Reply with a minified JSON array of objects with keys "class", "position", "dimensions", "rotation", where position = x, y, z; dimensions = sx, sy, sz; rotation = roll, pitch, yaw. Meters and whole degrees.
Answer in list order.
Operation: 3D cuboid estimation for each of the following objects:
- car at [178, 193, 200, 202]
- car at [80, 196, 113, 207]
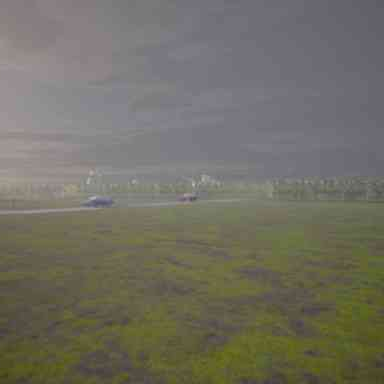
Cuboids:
[{"class":"car","position":[-0.558,1.003,60.373],"dimensions":[1.882,1.535,5.008],"rotation":[0,0,37]},{"class":"car","position":[-12.635,1.221,44.230],"dimensions":[1.812,1.442,4.674],"rotation":[0,0,37]}]
